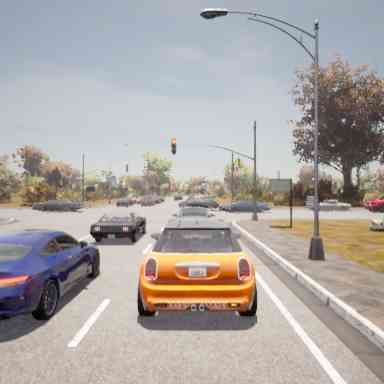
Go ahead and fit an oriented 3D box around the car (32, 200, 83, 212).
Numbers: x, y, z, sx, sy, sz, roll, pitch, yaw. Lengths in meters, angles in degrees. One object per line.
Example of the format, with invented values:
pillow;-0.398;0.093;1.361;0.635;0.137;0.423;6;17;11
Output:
car;-15.214;1.559;37.775;5.357;1.411;2.033;0;0;3

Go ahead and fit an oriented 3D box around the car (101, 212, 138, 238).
car;-3.414;1.606;16.349;1.895;1.301;4.718;0;0;0

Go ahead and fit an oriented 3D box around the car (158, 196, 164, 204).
car;-7.103;1.498;63.838;1.882;1.535;5.008;0;0;0

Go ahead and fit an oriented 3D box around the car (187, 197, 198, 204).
car;0.046;1.584;63.687;1.994;1.385;4.181;0;0;0

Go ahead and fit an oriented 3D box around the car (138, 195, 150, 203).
car;-10.561;1.501;72.863;1.882;1.535;5.008;0;0;0

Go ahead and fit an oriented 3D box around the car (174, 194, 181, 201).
car;-3.567;1.520;84.628;1.837;1.490;4.892;0;0;0

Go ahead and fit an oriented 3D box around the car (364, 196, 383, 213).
car;21.646;1.227;35.745;5.566;2.045;2.150;0;0;3

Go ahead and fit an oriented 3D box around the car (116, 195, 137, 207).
car;-10.643;1.564;53.164;2.033;1.411;5.357;0;0;1

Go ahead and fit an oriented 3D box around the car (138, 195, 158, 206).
car;-7.125;1.522;54.360;1.837;1.490;4.892;0;0;1

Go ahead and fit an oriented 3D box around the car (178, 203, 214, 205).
car;0.086;1.510;16.617;1.837;1.490;4.892;0;0;0

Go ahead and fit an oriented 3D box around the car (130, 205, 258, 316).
car;0.094;1.355;7.659;2.097;1.767;4.553;0;0;0

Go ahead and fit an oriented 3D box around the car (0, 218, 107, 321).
car;-3.406;1.528;7.191;1.812;1.442;4.674;0;0;0

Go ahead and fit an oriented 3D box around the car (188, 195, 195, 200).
car;-0.034;1.531;95.046;1.837;1.490;4.892;0;0;1

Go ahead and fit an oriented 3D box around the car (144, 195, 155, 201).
car;-10.568;1.552;83.199;2.128;1.511;4.902;0;0;0

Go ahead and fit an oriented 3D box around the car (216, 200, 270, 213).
car;5.654;1.559;36.130;5.357;1.411;2.033;0;0;-3

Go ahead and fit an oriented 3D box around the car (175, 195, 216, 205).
car;0.756;1.504;40.390;4.902;1.511;2.128;0;0;3

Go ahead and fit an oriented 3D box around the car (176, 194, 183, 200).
car;-3.535;1.405;95.036;1.812;1.442;4.674;0;0;1

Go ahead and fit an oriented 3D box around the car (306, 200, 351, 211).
car;16.078;1.613;39.543;4.718;1.301;1.895;0;0;3
